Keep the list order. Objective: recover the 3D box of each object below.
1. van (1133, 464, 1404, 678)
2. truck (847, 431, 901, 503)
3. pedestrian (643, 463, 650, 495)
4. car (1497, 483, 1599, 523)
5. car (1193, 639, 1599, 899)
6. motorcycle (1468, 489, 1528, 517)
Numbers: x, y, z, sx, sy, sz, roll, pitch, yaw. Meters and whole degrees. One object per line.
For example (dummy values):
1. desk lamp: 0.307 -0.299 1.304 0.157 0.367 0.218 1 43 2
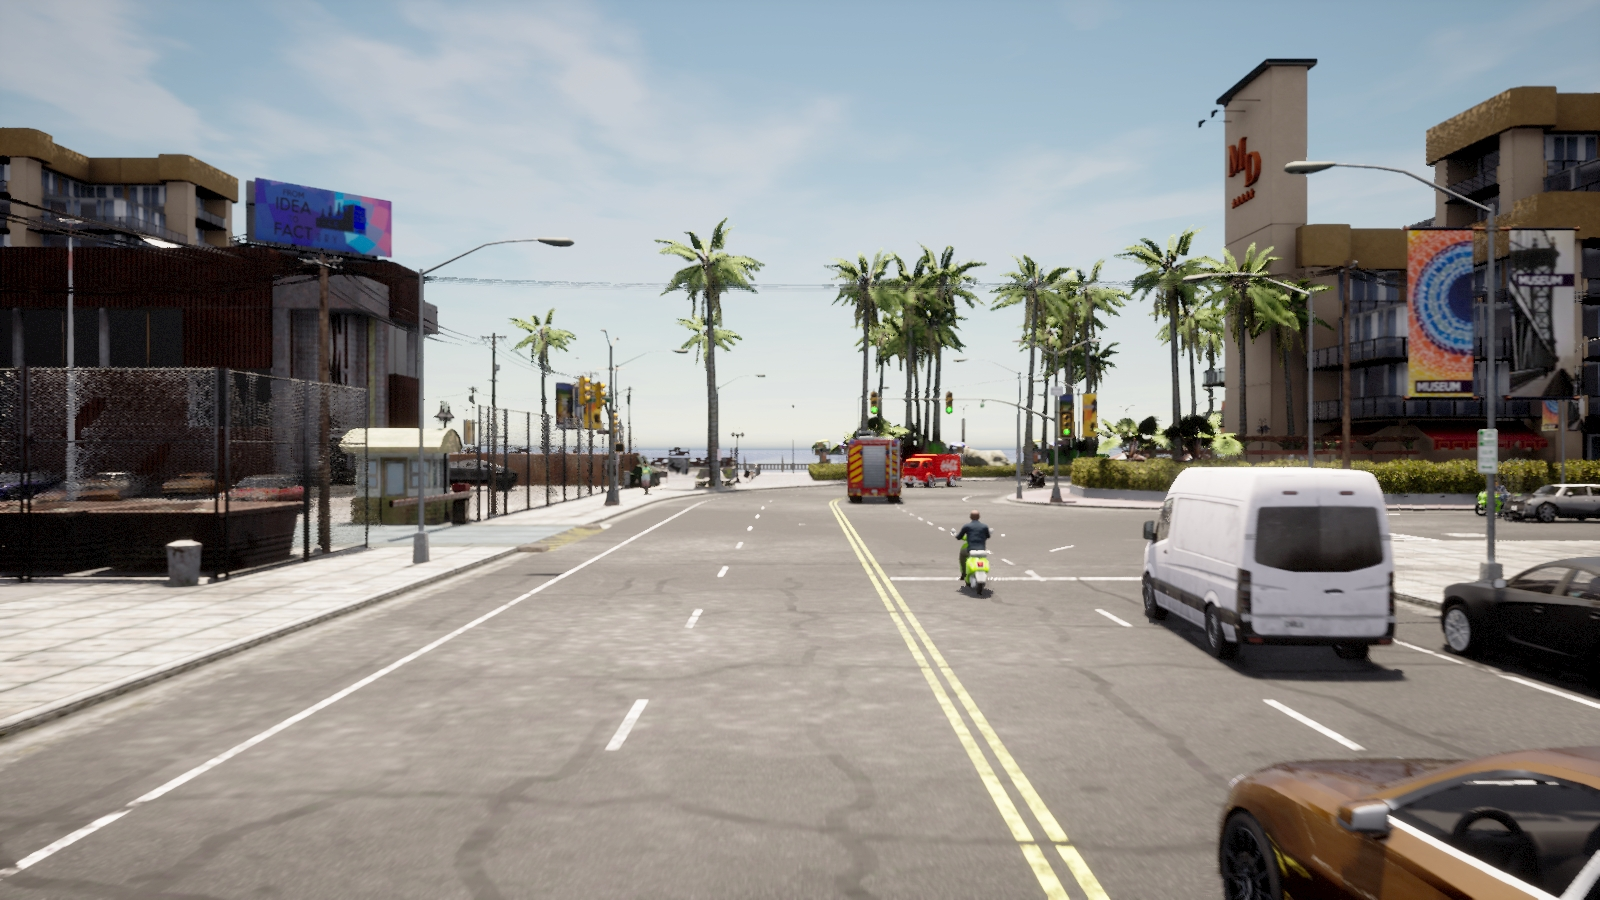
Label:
1. van: 6.668 1.535 17.139 1.988 2.561 5.915 0 0 4
2. truck: 4.250 0.890 65.150 2.891 3.827 8.468 0 0 4
3. pedestrian: -9.034 1.696 67.288 0.375 1.860 0.375 0 0 6
4. car: 29.721 2.065 44.612 3.806 1.475 1.970 0 0 0
5. car: 3.495 1.992 4.522 2.152 1.651 5.027 0 0 0
6. motorcycle: 29.393 2.213 48.129 2.033 1.145 0.803 0 0 -1
